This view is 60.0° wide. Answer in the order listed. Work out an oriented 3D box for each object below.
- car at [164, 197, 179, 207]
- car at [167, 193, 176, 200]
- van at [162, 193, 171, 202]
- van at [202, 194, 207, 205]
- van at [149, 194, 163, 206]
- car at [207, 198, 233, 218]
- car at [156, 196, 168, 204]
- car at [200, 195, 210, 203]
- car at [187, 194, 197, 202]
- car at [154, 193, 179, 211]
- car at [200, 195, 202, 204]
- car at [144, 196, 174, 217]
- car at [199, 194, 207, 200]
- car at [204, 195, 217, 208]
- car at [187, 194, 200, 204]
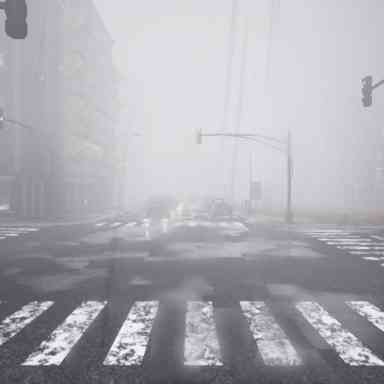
[{"bbox_3d":[-3.052,1.513,50.497,1.994,1.385,4.181,0,0,0],"label":"car"},{"bbox_3d":[-5.656,1.173,92.065,2.192,1.841,5.009,-1,0,0],"label":"car"},{"bbox_3d":[-5.665,1.242,75.127,1.690,1.788,3.998,-1,0,0],"label":"van"},{"bbox_3d":[2.668,1.295,46.924,1.690,1.788,3.998,-1,0,0],"label":"van"},{"bbox_3d":[-5.677,1.286,52.541,1.690,1.788,3.998,-1,0,0],"label":"van"},{"bbox_3d":[2.662,1.522,29.987,1.887,1.381,4.507,-1,0,0],"label":"car"},{"bbox_3d":[-5.668,1.470,63.833,1.887,1.381,4.507,-1,0,0],"label":"car"},{"bbox_3d":[2.687,1.353,69.507,1.967,1.590,4.097,-1,0,0],"label":"car"},{"bbox_3d":[0.065,1.264,71.014,2.097,1.767,4.553,0,0,0],"label":"car"},{"bbox_3d":[-3.069,1.315,40.532,2.097,1.767,4.553,0,0,0],"label":"car"},{"bbox_3d":[2.674,1.490,52.570,1.887,1.381,4.507,-1,0,0],"label":"car"},{"bbox_3d":[-3.079,1.453,31.218,1.882,1.535,5.008,0,0,0],"label":"car"},{"bbox_3d":[2.726,1.313,86.445,1.967,1.590,4.097,-1,0,0],"label":"car"},{"bbox_3d":[2.664,1.410,35.632,1.967,1.590,4.097,-1,0,0],"label":"car"},{"bbox_3d":[0.132,1.479,60.387,2.033,1.411,5.357,0,0,0],"label":"car"}]
